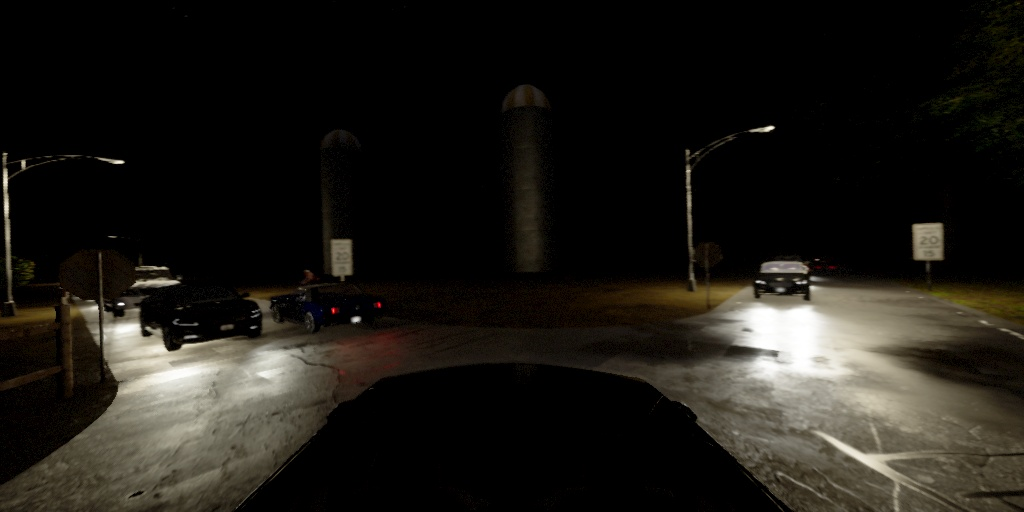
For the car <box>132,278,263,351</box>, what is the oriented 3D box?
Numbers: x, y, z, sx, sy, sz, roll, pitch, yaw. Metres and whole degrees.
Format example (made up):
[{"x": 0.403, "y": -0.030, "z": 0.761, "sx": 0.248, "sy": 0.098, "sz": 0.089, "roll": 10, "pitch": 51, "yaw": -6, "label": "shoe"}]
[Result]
[{"x": -8.882, "y": 1.511, "z": 10.148, "sx": 5.008, "sy": 1.535, "sz": 1.882, "roll": -2, "pitch": 0, "yaw": 37, "label": "car"}]

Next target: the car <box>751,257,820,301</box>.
[{"x": 11.681, "y": 0.985, "z": 15.493, "sx": 2.128, "sy": 1.511, "sz": 4.902, "roll": -2, "pitch": -1, "yaw": 39, "label": "car"}]

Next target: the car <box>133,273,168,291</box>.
[{"x": -34.251, "y": 2.389, "z": 33.890, "sx": 4.674, "sy": 1.442, "sz": 1.812, "roll": -2, "pitch": 0, "yaw": 39, "label": "car"}]

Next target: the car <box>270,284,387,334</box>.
[{"x": -6.065, "y": 1.545, "z": 11.524, "sx": 4.718, "sy": 1.301, "sz": 1.895, "roll": -2, "pitch": 0, "yaw": 41, "label": "car"}]

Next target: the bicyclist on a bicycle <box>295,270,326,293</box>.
[{"x": -10.815, "y": 1.559, "z": 19.233, "sx": 0.582, "sy": 1.620, "sz": 1.656, "roll": -2, "pitch": 0, "yaw": 38, "label": "bicyclist on a bicycle"}]

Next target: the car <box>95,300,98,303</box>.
[{"x": -25.262, "y": 1.774, "z": 23.030, "sx": 5.566, "sy": 2.045, "sz": 2.150, "roll": -2, "pitch": 0, "yaw": 38, "label": "car"}]

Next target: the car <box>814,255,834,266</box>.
[{"x": 40.056, "y": 0.559, "z": 46.162, "sx": 1.812, "sy": 1.442, "sz": 4.674, "roll": -2, "pitch": -1, "yaw": 39, "label": "car"}]

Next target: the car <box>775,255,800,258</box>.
[{"x": 17.948, "y": 0.734, "z": 23.311, "sx": 2.097, "sy": 1.767, "sz": 4.553, "roll": -2, "pitch": -1, "yaw": 39, "label": "car"}]

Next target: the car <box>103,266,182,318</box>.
[{"x": -16.857, "y": 1.506, "z": 16.388, "sx": 5.566, "sy": 2.045, "sz": 2.150, "roll": -2, "pitch": 0, "yaw": 38, "label": "car"}]
